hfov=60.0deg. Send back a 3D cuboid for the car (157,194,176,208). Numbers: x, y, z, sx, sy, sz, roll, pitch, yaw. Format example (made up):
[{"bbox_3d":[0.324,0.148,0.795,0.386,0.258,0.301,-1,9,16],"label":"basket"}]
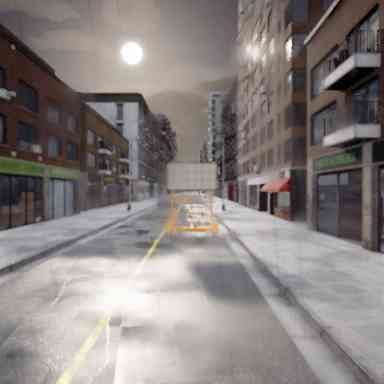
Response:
[{"bbox_3d":[-3.088,1.034,41.339,2.097,1.767,4.553,0,0,0],"label":"car"}]

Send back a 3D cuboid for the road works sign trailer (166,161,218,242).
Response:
[{"bbox_3d":[-0.001,0.338,15.654,2.380,3.560,2.880,0,0,0],"label":"road works sign trailer"}]
